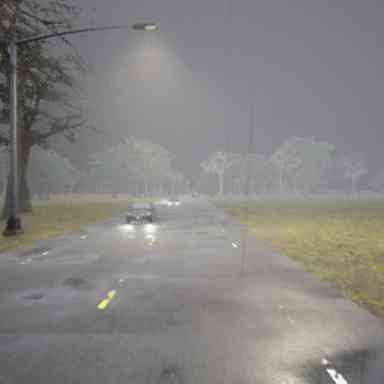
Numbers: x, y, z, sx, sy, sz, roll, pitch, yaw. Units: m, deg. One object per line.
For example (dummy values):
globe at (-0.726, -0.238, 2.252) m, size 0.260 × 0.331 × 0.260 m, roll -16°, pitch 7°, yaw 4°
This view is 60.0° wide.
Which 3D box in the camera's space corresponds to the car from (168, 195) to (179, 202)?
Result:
car at (-3.544, 1.324, 64.852) m, size 1.895 × 1.301 × 4.718 m, roll 0°, pitch 0°, yaw 0°

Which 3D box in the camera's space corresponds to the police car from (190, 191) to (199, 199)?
police car at (1.003, 1.015, 95.103) m, size 1.930 × 1.638 × 5.238 m, roll 0°, pitch 0°, yaw 0°

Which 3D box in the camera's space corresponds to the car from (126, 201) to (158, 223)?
car at (-3.608, 1.428, 24.522) m, size 1.812 × 1.442 × 4.674 m, roll 0°, pitch 0°, yaw 0°
